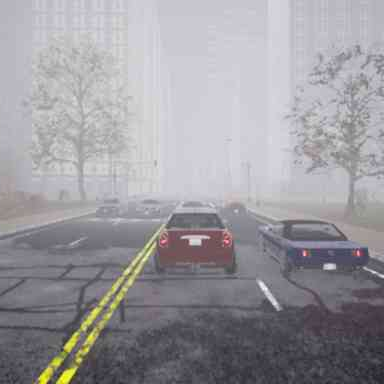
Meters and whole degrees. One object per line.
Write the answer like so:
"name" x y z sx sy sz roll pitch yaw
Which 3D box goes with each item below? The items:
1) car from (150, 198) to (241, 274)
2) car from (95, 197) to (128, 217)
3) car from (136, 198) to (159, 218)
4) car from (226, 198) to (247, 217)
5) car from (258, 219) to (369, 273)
"car" 0.090 1.243 10.383 2.097 1.767 4.553 0 1 0
"car" -6.587 1.210 27.675 1.837 1.490 4.892 0 1 0
"car" -3.339 1.240 26.836 1.812 1.442 4.674 0 1 0
"car" 3.338 1.235 27.361 1.812 1.442 4.674 0 1 0
"car" 3.344 1.493 10.255 1.895 1.301 4.718 0 1 0
